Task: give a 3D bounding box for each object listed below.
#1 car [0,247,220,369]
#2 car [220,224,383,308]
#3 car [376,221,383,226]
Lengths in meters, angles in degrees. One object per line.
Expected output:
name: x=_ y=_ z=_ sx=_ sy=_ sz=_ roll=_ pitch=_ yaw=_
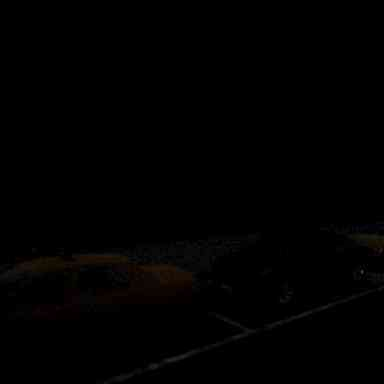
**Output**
car: x=-2.066 y=1.526 z=4.716 sx=4.829 sy=1.417 sz=1.752 roll=0 pitch=0 yaw=-36
car: x=2.479 y=1.569 z=7.959 sx=4.313 sy=1.339 sz=1.947 roll=0 pitch=0 yaw=-36
car: x=6.746 y=1.532 z=11.004 sx=4.829 sy=1.417 sz=1.752 roll=0 pitch=0 yaw=-36
